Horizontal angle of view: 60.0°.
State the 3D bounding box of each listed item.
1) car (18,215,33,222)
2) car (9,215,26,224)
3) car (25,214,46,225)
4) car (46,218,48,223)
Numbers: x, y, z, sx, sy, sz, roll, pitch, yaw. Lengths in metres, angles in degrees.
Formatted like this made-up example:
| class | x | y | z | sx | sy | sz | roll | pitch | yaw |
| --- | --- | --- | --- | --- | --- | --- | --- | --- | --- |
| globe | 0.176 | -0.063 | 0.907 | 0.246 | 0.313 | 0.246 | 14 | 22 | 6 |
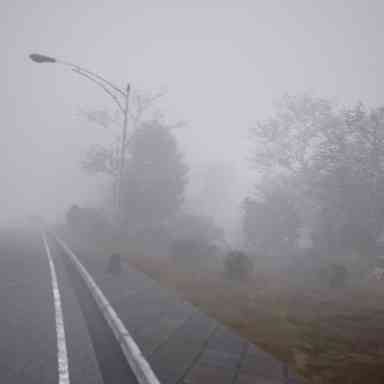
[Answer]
| class | x | y | z | sx | sy | sz | roll | pitch | yaw |
| --- | --- | --- | --- | --- | --- | --- | --- | --- | --- |
| car | -37.898 | 6.070 | 75.777 | 1.882 | 1.535 | 5.008 | 5 | -5 | -14 |
| car | -34.824 | 5.463 | 66.027 | 2.128 | 1.511 | 4.902 | 5 | -6 | -19 |
| car | -31.436 | 5.442 | 66.986 | 2.150 | 2.045 | 5.566 | 5 | -6 | -19 |
| car | -34.660 | 6.475 | 77.133 | 2.033 | 1.411 | 5.357 | 5 | -5 | -14 |
